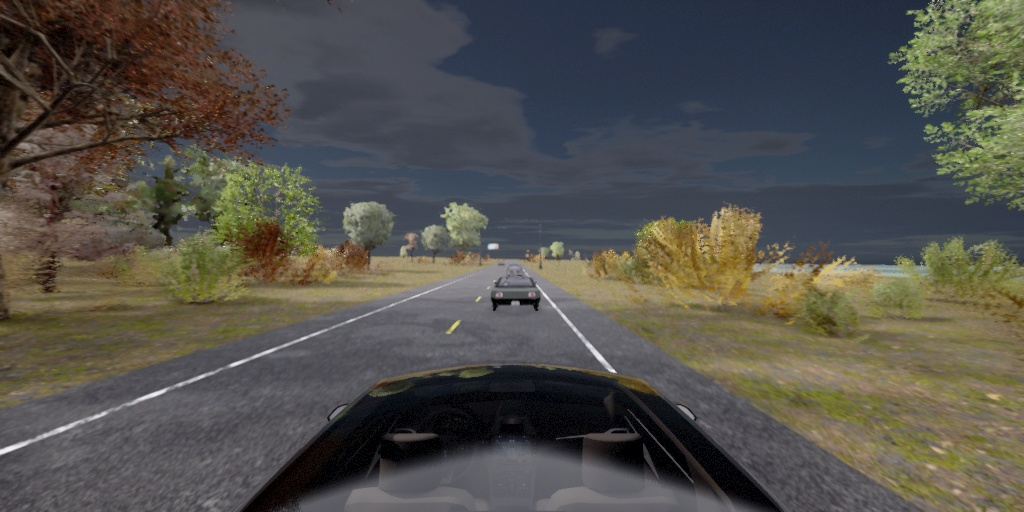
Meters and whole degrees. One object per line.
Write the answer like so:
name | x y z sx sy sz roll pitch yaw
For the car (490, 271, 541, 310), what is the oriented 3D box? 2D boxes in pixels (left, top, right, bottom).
car | 0.149 1.485 15.470 1.895 1.301 4.718 0 -1 0

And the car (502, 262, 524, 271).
car | 0.280 1.646 38.265 2.033 1.411 5.357 0 -1 0
